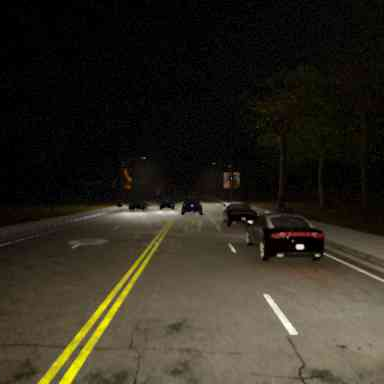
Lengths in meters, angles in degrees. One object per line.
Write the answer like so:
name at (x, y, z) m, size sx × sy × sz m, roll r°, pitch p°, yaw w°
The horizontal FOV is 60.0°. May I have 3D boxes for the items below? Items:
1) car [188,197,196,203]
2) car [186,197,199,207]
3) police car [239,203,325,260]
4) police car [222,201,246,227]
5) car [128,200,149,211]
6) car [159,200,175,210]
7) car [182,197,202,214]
car at (0.000, 1.718, 73.845) m, size 1.895 × 1.301 × 4.718 m, roll 0°, pitch 0°, yaw 0°
car at (0.099, 1.644, 54.247) m, size 2.033 × 1.411 × 5.357 m, roll 0°, pitch 0°, yaw 0°
police car at (3.250, 1.449, 12.597) m, size 1.930 × 1.638 × 5.238 m, roll 0°, pitch 0°, yaw 0°
police car at (3.250, 1.469, 23.598) m, size 1.930 × 1.638 × 5.238 m, roll 0°, pitch 0°, yaw 0°
car at (-6.537, 1.677, 40.967) m, size 1.895 × 1.301 × 4.718 m, roll 0°, pitch 0°, yaw 1°
car at (-3.259, 1.682, 43.944) m, size 1.895 × 1.301 × 4.718 m, roll 0°, pitch 0°, yaw 0°
car at (-0.006, 1.420, 35.678) m, size 2.097 × 1.767 × 4.553 m, roll 0°, pitch 0°, yaw 0°
